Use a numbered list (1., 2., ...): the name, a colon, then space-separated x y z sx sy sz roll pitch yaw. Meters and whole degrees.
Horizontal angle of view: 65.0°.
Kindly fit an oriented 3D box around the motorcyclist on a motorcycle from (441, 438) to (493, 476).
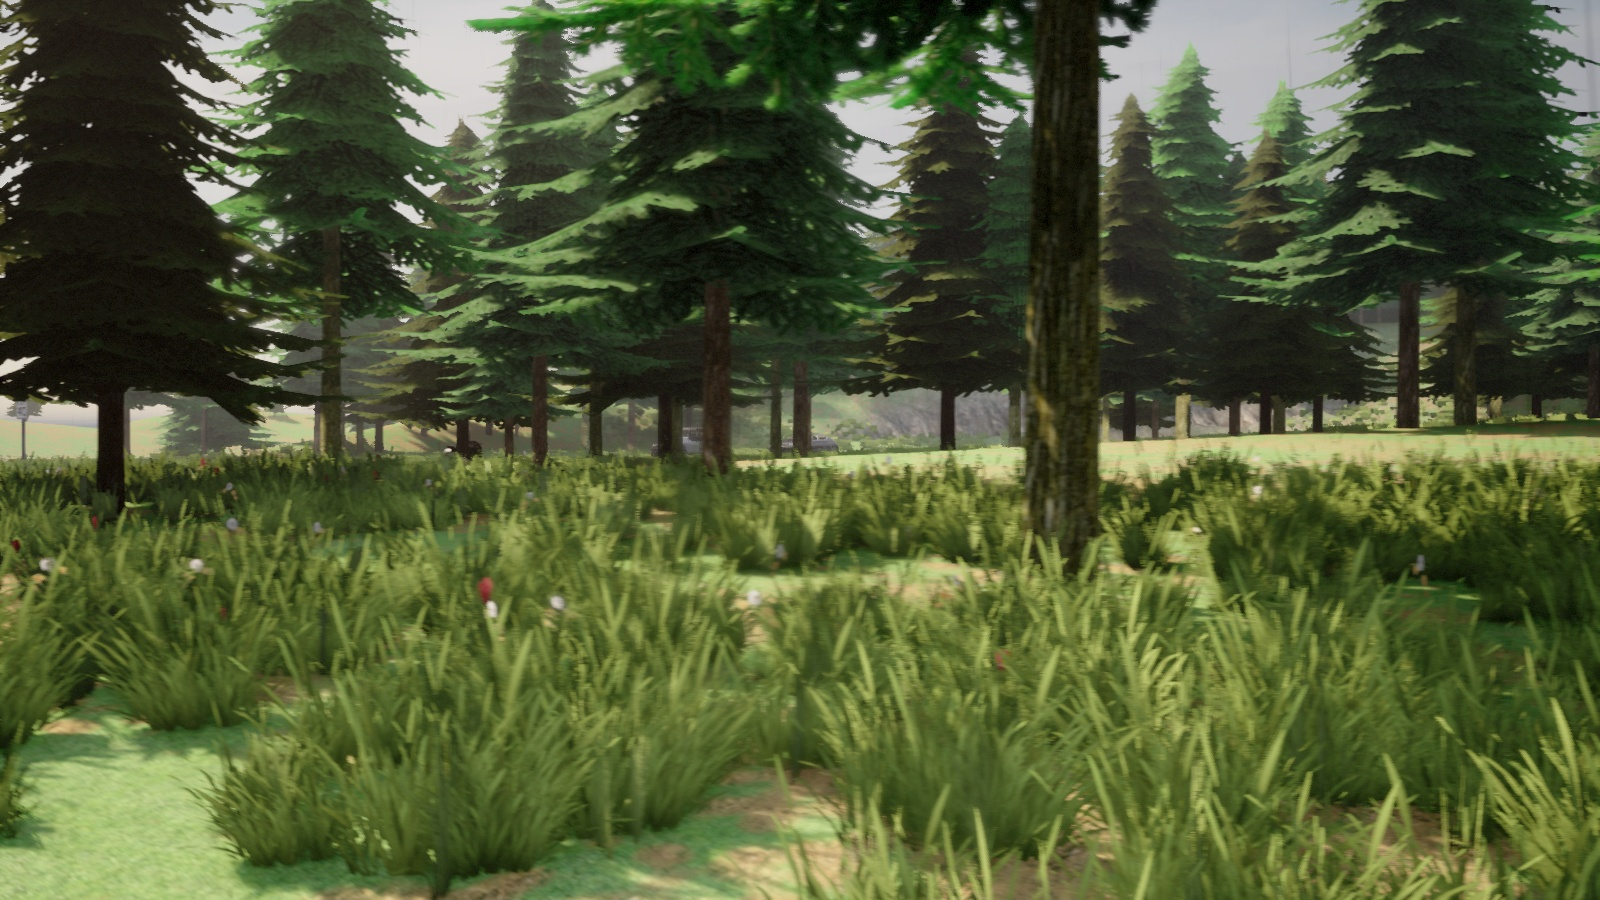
1. motorcyclist on a motorcycle: -13.794 0.267 52.110 0.797 1.523 2.044 0 1 33

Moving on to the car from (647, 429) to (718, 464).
1. car: -6.451 -0.219 69.257 1.905 1.878 3.866 0 1 33

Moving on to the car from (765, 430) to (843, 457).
1. car: 0.270 -0.435 79.338 2.152 1.651 5.027 0 1 41
